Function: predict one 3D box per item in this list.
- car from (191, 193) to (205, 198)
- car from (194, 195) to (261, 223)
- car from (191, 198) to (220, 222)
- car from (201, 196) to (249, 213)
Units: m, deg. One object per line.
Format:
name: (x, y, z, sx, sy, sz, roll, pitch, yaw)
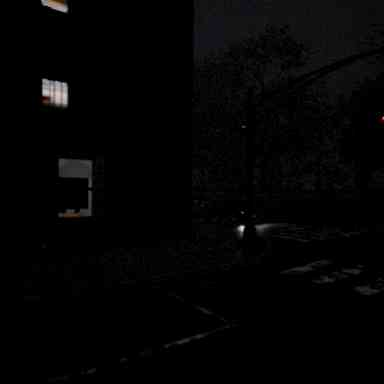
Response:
car: (-0.209, 0.906, 32.207, 2.097, 1.767, 4.553, 0, 1, -36)
car: (2.566, 1.208, 22.973, 1.837, 1.490, 4.892, 0, 1, -36)
car: (-0.350, 1.254, 22.597, 1.802, 1.307, 4.206, 2, 0, -36)
car: (3.073, 1.124, 32.138, 1.752, 1.417, 4.829, 1, 0, -36)
